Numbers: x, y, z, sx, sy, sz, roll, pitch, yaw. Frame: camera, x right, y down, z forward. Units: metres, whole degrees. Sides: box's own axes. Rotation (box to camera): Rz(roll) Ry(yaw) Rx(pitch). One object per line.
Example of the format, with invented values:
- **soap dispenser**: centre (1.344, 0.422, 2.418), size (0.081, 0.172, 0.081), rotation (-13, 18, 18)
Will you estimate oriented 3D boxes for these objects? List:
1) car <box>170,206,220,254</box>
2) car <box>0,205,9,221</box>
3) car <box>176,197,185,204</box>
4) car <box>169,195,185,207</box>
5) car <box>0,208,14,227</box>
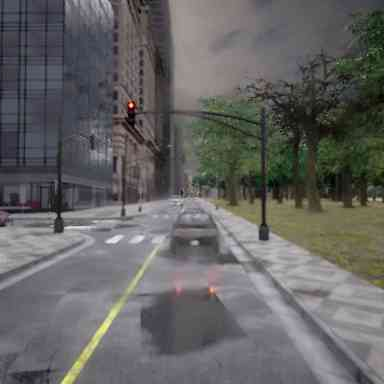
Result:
- **car**: centre (0.128, 1.559, 13.922), size (2.128, 1.511, 4.902), rotation (0, 0, 1)
- **car**: centre (-18.856, 1.841, 29.352), size (4.313, 1.339, 1.947), rotation (0, -2, 0)
- **car**: centre (-2.606, 1.916, 74.246), size (1.812, 1.442, 4.674), rotation (0, 0, 0)
- **car**: centre (-2.749, 1.601, 58.058), size (2.150, 2.045, 5.566), rotation (0, 0, 1)
- **car**: centre (-13.436, 1.454, 20.814), size (4.097, 1.590, 1.967), rotation (0, -2, -1)
